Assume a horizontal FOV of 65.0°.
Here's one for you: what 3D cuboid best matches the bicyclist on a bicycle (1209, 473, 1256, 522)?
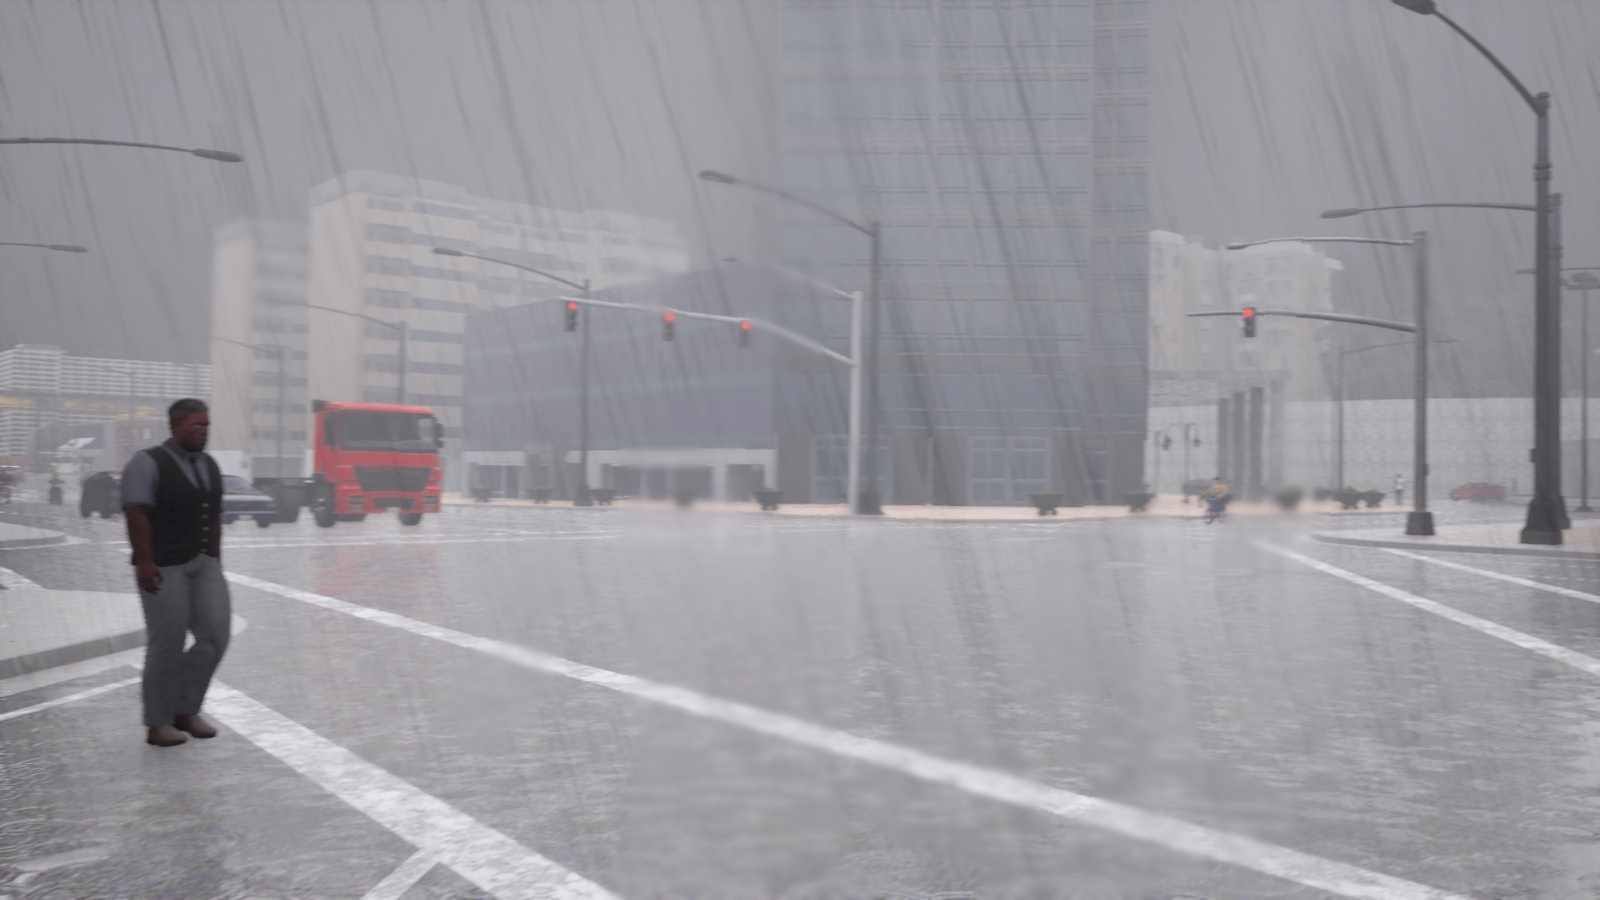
[{"bbox_3d":[14.547,1.590,42.235,1.509,1.612,0.866,1,-1,-40],"label":"bicyclist on a bicycle"}]

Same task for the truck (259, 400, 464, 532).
[{"bbox_3d":[-12.970,0.517,36.678,2.891,3.462,7.936,1,-2,-41],"label":"truck"}]

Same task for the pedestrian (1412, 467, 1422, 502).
[{"bbox_3d":[32.840,1.850,66.848,0.354,1.836,0.706,0,-1,14],"label":"pedestrian"}]

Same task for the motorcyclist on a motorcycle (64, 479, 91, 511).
[{"bbox_3d":[-37.361,2.317,64.954,0.766,1.649,2.350,1,-2,-41],"label":"motorcyclist on a motorcycle"}]

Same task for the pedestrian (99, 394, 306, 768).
[{"bbox_3d":[-3.206,0.662,6.757,0.849,1.883,0.563,0,-1,23],"label":"pedestrian"}]

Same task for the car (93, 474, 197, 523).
[{"bbox_3d":[-21.578,1.580,41.279,2.007,1.525,4.514,1,-2,-41],"label":"car"}]

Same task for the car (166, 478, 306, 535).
[{"bbox_3d":[-15.389,1.479,34.102,2.033,1.411,5.357,1,-2,-41],"label":"car"}]
